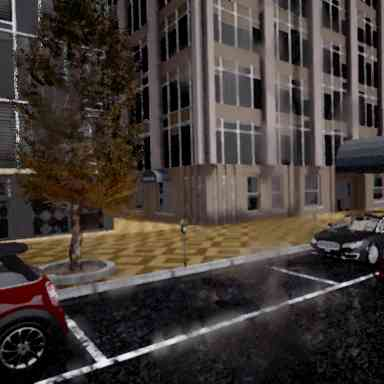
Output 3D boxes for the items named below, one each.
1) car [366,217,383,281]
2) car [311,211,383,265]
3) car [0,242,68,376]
[{"bbox_3d":[6.235,1.311,7.760,4.674,1.442,1.812,-2,1,-35],"label":"car"},{"bbox_3d":[5.525,1.312,10.437,4.403,1.369,2.008,-2,0,-35],"label":"car"},{"bbox_3d":[-3.767,1.456,3.892,4.097,1.590,1.967,-2,0,-35],"label":"car"}]
